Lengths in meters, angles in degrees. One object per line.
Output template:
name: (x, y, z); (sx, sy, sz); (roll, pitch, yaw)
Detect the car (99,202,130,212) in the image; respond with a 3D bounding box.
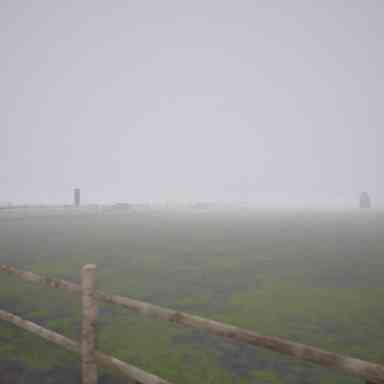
car: (-10.754, 2.138, 46.528); (1.812, 1.442, 4.674); (0, -1, 36)

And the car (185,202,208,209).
car: (0.998, 2.577, 62.846); (2.033, 1.411, 5.357); (0, -1, 36)
